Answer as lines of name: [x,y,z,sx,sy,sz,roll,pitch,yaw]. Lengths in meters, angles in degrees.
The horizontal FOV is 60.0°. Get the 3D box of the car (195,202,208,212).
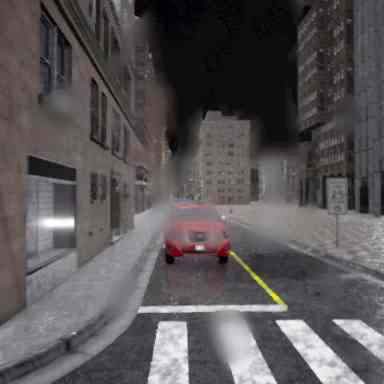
car: [1.549,2.531,56.234,1.882,1.535,5.008,0,-1,-3]

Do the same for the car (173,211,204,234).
car: [-0.321,2.036,23.158,1.895,1.301,4.718,0,-1,-2]

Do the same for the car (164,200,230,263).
car: [0.047,1.474,13.355,2.150,2.045,5.566,0,-1,-4]

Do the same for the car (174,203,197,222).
car: [-0.711,1.973,33.142,2.097,1.767,4.553,0,-1,-2]

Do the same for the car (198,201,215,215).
car: [1.947,2.222,46.405,2.097,1.767,4.553,0,-1,-2]
